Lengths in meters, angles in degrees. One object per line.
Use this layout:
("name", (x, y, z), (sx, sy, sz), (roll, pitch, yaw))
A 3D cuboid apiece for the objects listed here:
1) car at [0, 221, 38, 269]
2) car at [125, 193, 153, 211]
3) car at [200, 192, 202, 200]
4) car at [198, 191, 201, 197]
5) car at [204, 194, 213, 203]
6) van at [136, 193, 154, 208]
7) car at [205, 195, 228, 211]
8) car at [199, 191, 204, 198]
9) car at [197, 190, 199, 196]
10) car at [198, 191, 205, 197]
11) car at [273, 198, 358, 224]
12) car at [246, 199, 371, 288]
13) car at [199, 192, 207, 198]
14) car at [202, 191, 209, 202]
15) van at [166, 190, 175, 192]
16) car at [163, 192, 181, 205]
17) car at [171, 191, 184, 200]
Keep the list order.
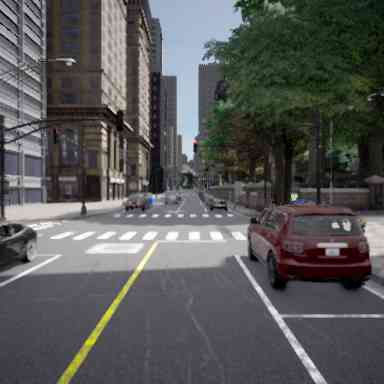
("car", (-5.760, 1.500, 8.956), (1.947, 1.339, 4.313), (0, 0, 0))
("car", (-5.755, 1.033, 35.513), (2.192, 1.841, 5.009), (0, 0, 0))
("car", (2.774, 1.110, 57.175), (1.802, 1.307, 4.206), (0, 1, 0))
("car", (2.775, 0.993, 68.015), (1.947, 1.339, 4.313), (0, 1, 0))
("car", (2.771, 1.254, 40.914), (1.802, 1.307, 4.206), (0, 1, 0))
("van", (-5.754, 1.013, 40.933), (1.690, 1.788, 3.998), (0, 0, 0))
("car", (2.770, 1.284, 35.494), (1.947, 1.339, 4.313), (0, 0, 0))
("car", (2.775, 1.023, 62.595), (1.887, 1.381, 4.507), (0, 1, 0))
("car", (2.777, 0.691, 73.433), (2.192, 1.841, 5.009), (0, 1, 0))
("car", (2.780, 0.605, 95.115), (1.967, 1.590, 4.097), (0, 1, 0))
("car", (7.639, 1.173, 20.905), (4.674, 1.442, 1.812), (-1, 0, 0))
("car", (2.765, 1.249, 8.935), (2.192, 1.841, 5.009), (0, 0, 0))
("car", (2.778, 0.795, 84.445), (1.752, 1.417, 4.829), (0, 1, 0))
("car", (2.772, 1.065, 46.334), (1.967, 1.590, 4.097), (0, 1, 0))
("van", (-5.747, 0.612, 84.294), (1.690, 1.788, 3.998), (0, 1, 0))
("car", (-3.050, 1.120, 49.761), (1.812, 1.442, 4.674), (0, 1, 0))
("car", (-2.996, 1.050, 65.547), (1.895, 1.301, 4.718), (0, 1, 0))
